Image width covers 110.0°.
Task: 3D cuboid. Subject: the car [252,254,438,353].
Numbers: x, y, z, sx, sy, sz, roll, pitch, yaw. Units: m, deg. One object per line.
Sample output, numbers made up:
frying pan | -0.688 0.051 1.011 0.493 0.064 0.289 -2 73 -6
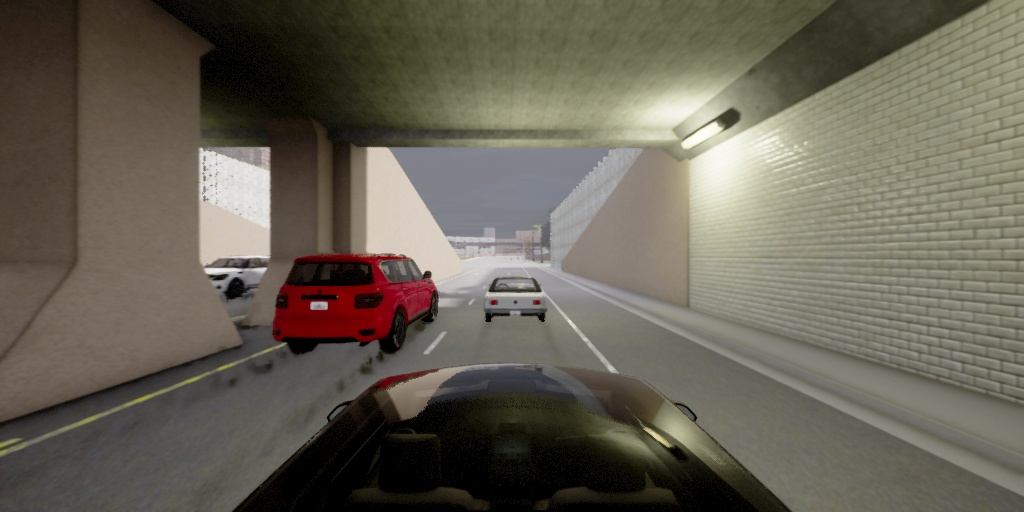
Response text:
car | -3.402 0.972 9.007 2.150 2.045 5.566 0 0 0

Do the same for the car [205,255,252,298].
car | -14.105 0.971 18.722 2.150 2.045 5.566 0 0 0

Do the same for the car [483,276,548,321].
car | 0.098 1.351 12.422 1.895 1.301 4.718 0 0 0
